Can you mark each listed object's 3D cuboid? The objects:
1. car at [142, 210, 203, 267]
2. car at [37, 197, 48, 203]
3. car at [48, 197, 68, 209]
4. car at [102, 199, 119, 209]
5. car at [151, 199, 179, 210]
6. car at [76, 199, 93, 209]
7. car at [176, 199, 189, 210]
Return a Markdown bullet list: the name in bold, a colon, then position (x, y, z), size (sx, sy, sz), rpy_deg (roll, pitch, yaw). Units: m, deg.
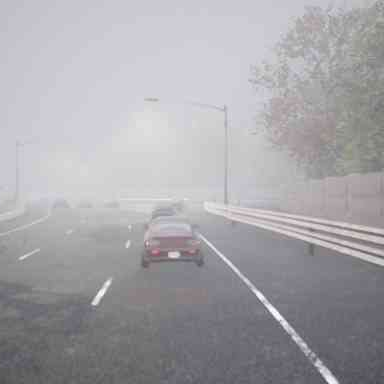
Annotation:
- **car**: position (-0.714, 1.570, 11.471), size (1.812, 1.442, 4.674), rpy_deg (0, 0, -5)
- **car**: position (-36.775, 1.919, 82.973), size (5.008, 1.535, 1.882), rpy_deg (0, 0, 41)
- **car**: position (-19.971, 1.609, 50.003), size (2.097, 1.767, 4.553), rpy_deg (0, 0, -27)
- **car**: position (-12.332, 1.754, 50.401), size (1.812, 1.442, 4.674), rpy_deg (0, 0, -27)
- **car**: position (-2.209, 1.609, 26.623), size (1.837, 1.490, 4.892), rpy_deg (0, 0, -4)
- **car**: position (-16.498, 1.811, 50.898), size (1.994, 1.385, 4.181), rpy_deg (0, 0, -27)
- **car**: position (-1.724, 1.628, 40.158), size (1.882, 1.535, 5.008), rpy_deg (-1, 0, 11)
